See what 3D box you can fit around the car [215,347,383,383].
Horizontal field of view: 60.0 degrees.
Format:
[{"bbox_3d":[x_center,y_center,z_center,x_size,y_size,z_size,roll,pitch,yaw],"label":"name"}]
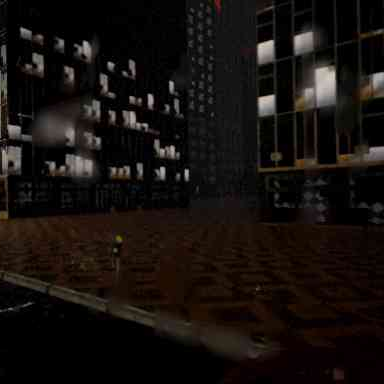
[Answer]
[{"bbox_3d":[2.050,1.546,1.430,4.507,1.381,1.887,0,-1,36],"label":"car"}]
